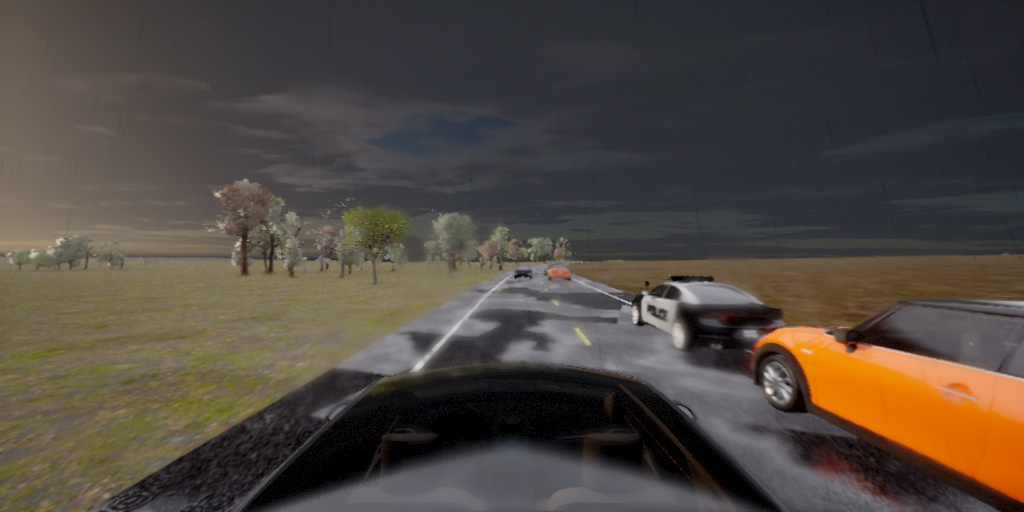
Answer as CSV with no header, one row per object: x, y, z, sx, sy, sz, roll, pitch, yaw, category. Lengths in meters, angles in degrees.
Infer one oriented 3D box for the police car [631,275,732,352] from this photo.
4.652,1.315,9.497,1.930,1.638,5.238,1,-1,1,police car

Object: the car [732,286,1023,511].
4.541,1.173,3.379,2.097,1.767,4.553,1,-1,1,car

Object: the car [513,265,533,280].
1.184,1.690,37.244,2.033,1.411,5.357,1,-1,3,car

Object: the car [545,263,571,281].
4.671,1.521,35.874,2.097,1.767,4.553,1,-1,4,car
